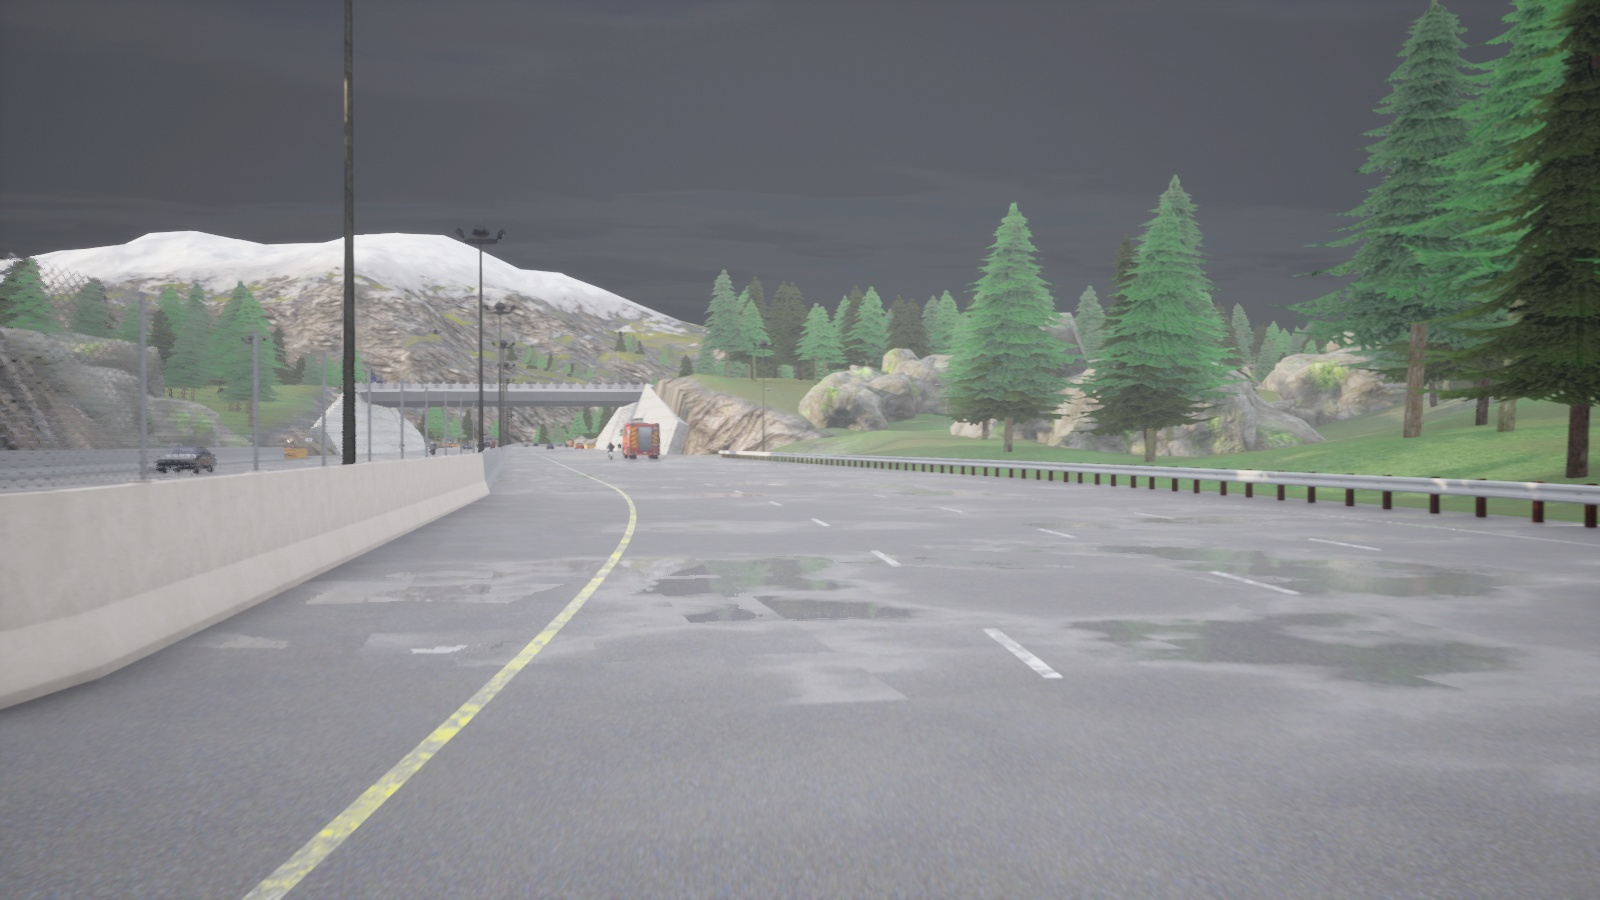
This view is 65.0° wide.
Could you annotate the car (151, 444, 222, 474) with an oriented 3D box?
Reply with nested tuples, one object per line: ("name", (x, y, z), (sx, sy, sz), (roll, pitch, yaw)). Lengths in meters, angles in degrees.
("car", (-30.841, 0.420, 63.284), (2.033, 1.411, 5.357), (0, 0, -13))
